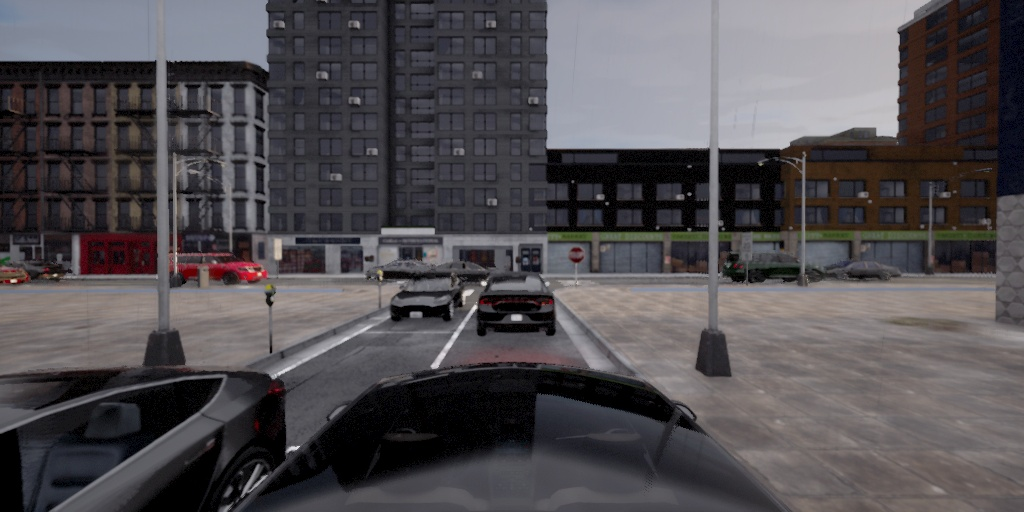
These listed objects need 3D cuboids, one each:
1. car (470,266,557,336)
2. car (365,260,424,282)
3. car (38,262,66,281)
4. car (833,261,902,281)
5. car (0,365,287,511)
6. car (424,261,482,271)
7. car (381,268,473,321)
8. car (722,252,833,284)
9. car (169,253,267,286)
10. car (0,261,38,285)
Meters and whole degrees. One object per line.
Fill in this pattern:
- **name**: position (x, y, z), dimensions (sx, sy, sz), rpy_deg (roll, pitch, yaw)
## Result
- **car**: position (0.102, 1.157, 10.173), dimensions (1.882, 1.535, 5.008), rpy_deg (0, 0, 0)
- **car**: position (-7.869, 1.051, 25.605), dimensions (4.902, 1.511, 2.128), rpy_deg (0, 1, 0)
- **car**: position (-35.063, 1.138, 25.613), dimensions (4.892, 1.490, 1.837), rpy_deg (0, 1, 0)
- **car**: position (24.415, 1.043, 25.595), dimensions (5.357, 1.411, 2.033), rpy_deg (0, 1, 0)
- **car**: position (-2.638, 1.320, 1.155), dimensions (1.948, 1.339, 4.313), rpy_deg (0, 0, 0)
- **car**: position (-2.707, 1.085, 22.654), dimensions (4.892, 1.490, 1.837), rpy_deg (0, 1, 0)
- **car**: position (-2.639, 1.229, 12.059), dimensions (1.948, 1.339, 4.313), rpy_deg (0, 0, 0)
- **car**: position (16.441, 0.761, 22.750), dimensions (5.566, 2.045, 2.150), rpy_deg (0, 1, 2)
- **car**: position (-18.702, 0.845, 22.653), dimensions (5.566, 2.045, 2.150), rpy_deg (0, 1, 0)
- **car**: position (-33.877, 1.015, 22.636), dimensions (4.553, 1.767, 2.097), rpy_deg (0, 1, -3)
